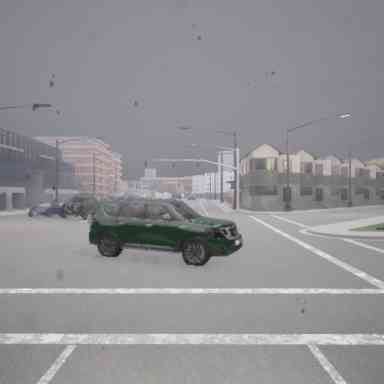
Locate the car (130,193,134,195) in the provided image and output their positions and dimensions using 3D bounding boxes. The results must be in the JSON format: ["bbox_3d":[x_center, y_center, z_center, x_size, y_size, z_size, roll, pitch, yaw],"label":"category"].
[{"bbox_3d":[-10.628,1.472,59.931,1.882,1.535,5.008,0,2,0],"label":"car"}]

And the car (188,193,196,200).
[{"bbox_3d":[-0.081,1.138,87.785,2.097,1.767,4.553,0,-2,0],"label":"car"}]

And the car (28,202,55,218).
[{"bbox_3d":[-14.132,1.707,32.355,1.812,1.442,4.674,0,0,0],"label":"car"}]

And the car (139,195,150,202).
[{"bbox_3d":[-10.569,1.347,74.833,1.812,1.442,4.674,0,0,0],"label":"car"}]

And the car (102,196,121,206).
[{"bbox_3d":[-14.140,1.561,58.842,2.033,1.411,5.357,0,1,-1],"label":"car"}]

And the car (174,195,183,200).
[{"bbox_3d":[-3.581,1.478,87.804,2.128,1.511,4.902,0,-2,0],"label":"car"}]

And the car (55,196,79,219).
[{"bbox_3d":[-10.629,1.403,31.709,2.150,2.045,5.566,0,0,0],"label":"car"}]

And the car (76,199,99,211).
[{"bbox_3d":[-14.145,1.758,45.311,1.994,1.385,4.181,0,1,-1],"label":"car"}]

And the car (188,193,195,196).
[{"bbox_3d":[-0.071,1.420,77.825,1.895,1.301,4.718,0,-1,0],"label":"car"}]

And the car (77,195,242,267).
[{"bbox_3d":[-1.076,1.269,11.794,5.566,2.045,2.150,0,0,25],"label":"car"}]

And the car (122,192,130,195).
[{"bbox_3d":[-10.633,1.412,45.970,2.150,2.045,5.566,0,0,2],"label":"car"}]

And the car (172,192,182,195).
[{"bbox_3d":[-3.570,1.050,77.111,2.150,2.045,5.566,0,0,0],"label":"car"}]
